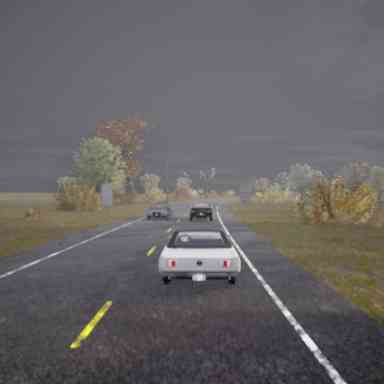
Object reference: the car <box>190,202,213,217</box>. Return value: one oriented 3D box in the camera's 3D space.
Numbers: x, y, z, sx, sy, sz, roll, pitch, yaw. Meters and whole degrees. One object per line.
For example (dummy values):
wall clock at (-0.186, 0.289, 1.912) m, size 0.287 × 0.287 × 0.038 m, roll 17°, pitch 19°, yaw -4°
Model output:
car at (0.864, 1.645, 29.759) m, size 1.882 × 1.535 × 5.008 m, roll 0°, pitch 0°, yaw 3°

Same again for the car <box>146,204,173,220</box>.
car at (-2.843, 1.732, 29.673) m, size 1.994 × 1.385 × 4.181 m, roll 0°, pitch 0°, yaw 3°

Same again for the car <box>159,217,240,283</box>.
car at (0.208, 1.657, 9.768) m, size 1.895 × 1.301 × 4.718 m, roll 0°, pitch 0°, yaw 1°
